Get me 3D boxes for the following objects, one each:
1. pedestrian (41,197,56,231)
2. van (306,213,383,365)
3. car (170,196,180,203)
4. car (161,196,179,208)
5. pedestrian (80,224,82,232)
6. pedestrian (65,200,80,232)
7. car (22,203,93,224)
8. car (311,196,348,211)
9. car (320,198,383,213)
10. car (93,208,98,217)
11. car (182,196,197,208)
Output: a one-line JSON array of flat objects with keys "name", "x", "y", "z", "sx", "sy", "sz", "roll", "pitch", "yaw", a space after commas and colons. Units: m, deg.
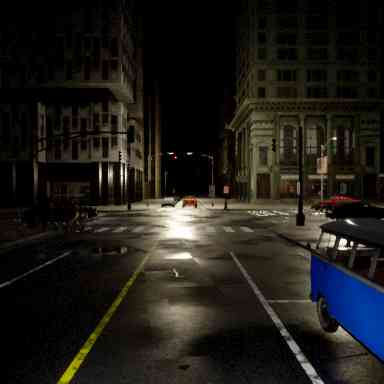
[{"name": "pedestrian", "x": -7.611, "y": 1.129, "z": 17.637, "sx": 0.375, "sy": 1.860, "sz": 0.375, "roll": 0, "pitch": 0, "yaw": 0}, {"name": "van", "x": 2.836, "y": 1.341, "z": 4.232, "sx": 1.690, "sy": 1.788, "sz": 3.998, "roll": 0, "pitch": 0, "yaw": 0}, {"name": "car", "x": -3.487, "y": 1.484, "z": 68.360, "sx": 1.994, "sy": 1.385, "sz": 4.181, "roll": 0, "pitch": 0, "yaw": 0}, {"name": "car", "x": -3.353, "y": 1.509, "z": 48.237, "sx": 2.033, "sy": 1.411, "sz": 5.357, "roll": 0, "pitch": 0, "yaw": 0}, {"name": "pedestrian", "x": -6.655, "y": 1.286, "z": 18.835, "sx": 0.375, "sy": 1.860, "sz": 0.375, "roll": 0, "pitch": 0, "yaw": 0}, {"name": "pedestrian", "x": -6.530, "y": 1.286, "z": 18.195, "sx": 0.375, "sy": 1.860, "sz": 0.375, "roll": 0, "pitch": 0, "yaw": 0}, {"name": "car", "x": -10.204, "y": 1.640, "z": 24.865, "sx": 4.674, "sy": 1.442, "sz": 1.812, "roll": -2, "pitch": 0, "yaw": 0}, {"name": "car", "x": 15.103, "y": 1.218, "z": 34.937, "sx": 5.008, "sy": 1.535, "sz": 1.882, "roll": -1, "pitch": 0, "yaw": 0}, {"name": "car", "x": 12.257, "y": 1.395, "z": 24.974, "sx": 4.181, "sy": 1.385, "sz": 1.994, "roll": -1, "pitch": 0, "yaw": 0}, {"name": "car", "x": -10.268, "y": 1.667, "z": 28.637, "sx": 4.181, "sy": 1.385, "sz": 1.994, "roll": -1, "pitch": 0, "yaw": -9}, {"name": "car", "x": -0.295, "y": 1.312, "z": 48.836, "sx": 2.097, "sy": 1.767, "sz": 4.553, "roll": 0, "pitch": 0, "yaw": 1}]
